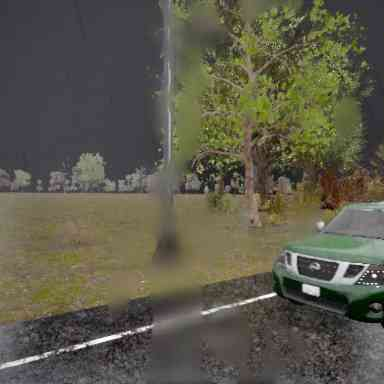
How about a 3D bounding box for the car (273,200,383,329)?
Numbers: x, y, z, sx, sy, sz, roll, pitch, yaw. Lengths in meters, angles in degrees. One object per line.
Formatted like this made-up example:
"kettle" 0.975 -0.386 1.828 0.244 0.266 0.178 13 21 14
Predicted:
"car" 4.164 1.222 6.953 5.566 2.045 2.150 0 0 -35
